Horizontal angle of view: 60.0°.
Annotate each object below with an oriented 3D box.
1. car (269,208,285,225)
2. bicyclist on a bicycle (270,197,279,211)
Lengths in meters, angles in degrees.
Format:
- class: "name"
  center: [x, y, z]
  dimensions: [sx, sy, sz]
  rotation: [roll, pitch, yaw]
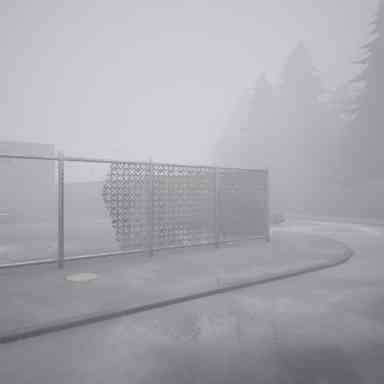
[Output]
- class: "car"
  center: [4.212, 1.505, 23.167]
  dimensions: [1.837, 1.490, 4.892]
  rotation: [0, 0, -36]
- class: "bicyclist on a bicycle"
  center: [7.911, 1.349, 32.441]
  dimensions: [1.656, 1.620, 0.582]
  rotation: [0, 0, -36]
